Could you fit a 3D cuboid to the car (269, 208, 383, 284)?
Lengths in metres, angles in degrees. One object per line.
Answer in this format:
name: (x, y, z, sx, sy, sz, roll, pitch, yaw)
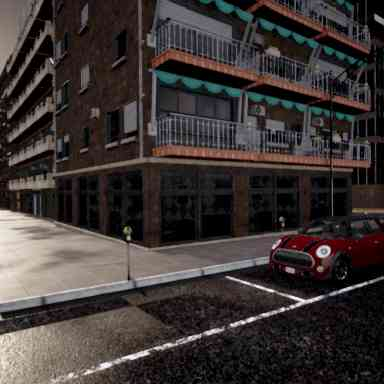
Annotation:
car: (4.078, 1.437, 9.500, 4.097, 1.590, 1.967, 0, -1, -36)
